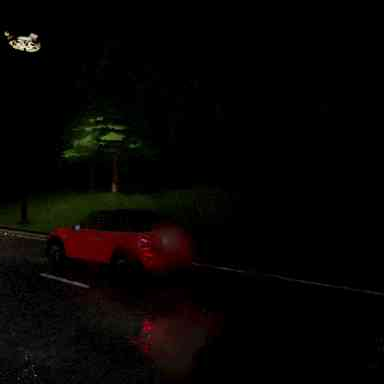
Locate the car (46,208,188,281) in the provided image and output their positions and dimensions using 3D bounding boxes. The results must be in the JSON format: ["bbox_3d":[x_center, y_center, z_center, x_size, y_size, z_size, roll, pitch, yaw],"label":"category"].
[{"bbox_3d":[-2.387,1.324,10.052,4.553,1.767,2.097,0,0,36],"label":"car"}]

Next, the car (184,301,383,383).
[{"bbox_3d":[2.271,1.605,2.392,4.718,1.301,1.895,0,0,35],"label":"car"}]
